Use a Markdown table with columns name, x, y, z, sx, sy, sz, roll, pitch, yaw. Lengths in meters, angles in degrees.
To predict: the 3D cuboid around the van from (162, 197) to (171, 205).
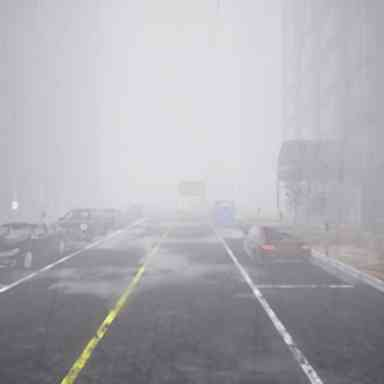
| name | x | y | z | sx | sy | sz | roll | pitch | yaw |
| --- | --- | --- | --- | --- | --- | --- | --- | --- | --- |
| van | -5.682 | 2.019 | 73.878 | 1.690 | 1.788 | 3.998 | 0 | 0 | 0 |

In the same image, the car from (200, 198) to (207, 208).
| name | x | y | z | sx | sy | sz | roll | pitch | yaw |
| --- | --- | --- | --- | --- | --- | --- | --- | --- | --- |
| car | 2.696 | 2.115 | 56.795 | 1.802 | 1.307 | 4.206 | 0 | -1 | 0 |

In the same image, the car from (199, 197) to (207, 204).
| name | x | y | z | sx | sy | sz | roll | pitch | yaw |
| --- | --- | --- | --- | --- | --- | --- | --- | --- | --- |
| car | 2.700 | 2.206 | 85.257 | 1.967 | 1.590 | 4.097 | 0 | 0 | 0 |

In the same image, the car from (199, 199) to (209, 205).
| name | x | y | z | sx | sy | sz | roll | pitch | yaw |
| --- | --- | --- | --- | --- | --- | --- | --- | --- | --- |
| car | 2.698 | 2.229 | 73.871 | 2.008 | 1.369 | 4.403 | 0 | 0 | 0 |

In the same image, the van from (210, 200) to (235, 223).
| name | x | y | z | sx | sy | sz | roll | pitch | yaw |
| --- | --- | --- | --- | --- | --- | --- | --- | --- | --- |
| van | 2.693 | 1.613 | 28.336 | 1.690 | 1.788 | 3.998 | 0 | -1 | 0 |

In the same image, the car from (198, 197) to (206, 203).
| name | x | y | z | sx | sy | sz | roll | pitch | yaw |
| --- | --- | --- | --- | --- | --- | --- | --- | --- | --- |
| car | 2.700 | 2.249 | 90.949 | 1.967 | 1.590 | 4.097 | 0 | 0 | 0 |

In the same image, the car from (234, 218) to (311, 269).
| name | x | y | z | sx | sy | sz | roll | pitch | yaw |
| --- | --- | --- | --- | --- | --- | --- | --- | --- | --- |
| car | 2.692 | 1.696 | 11.258 | 1.802 | 1.307 | 4.206 | 0 | -1 | 0 |

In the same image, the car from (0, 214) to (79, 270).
| name | x | y | z | sx | sy | sz | roll | pitch | yaw |
| --- | --- | --- | --- | --- | --- | --- | --- | --- | --- |
| car | -5.689 | 1.665 | 11.261 | 2.008 | 1.369 | 4.403 | 0 | -1 | 0 |

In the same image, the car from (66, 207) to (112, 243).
| name | x | y | z | sx | sy | sz | roll | pitch | yaw |
| --- | --- | --- | --- | --- | --- | --- | --- | --- | --- |
| car | -5.689 | 1.608 | 16.955 | 1.967 | 1.590 | 4.097 | 0 | -1 | 0 |

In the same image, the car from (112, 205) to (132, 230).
| name | x | y | z | sx | sy | sz | roll | pitch | yaw |
| --- | --- | --- | --- | --- | --- | --- | --- | --- | --- |
| car | -5.688 | 1.771 | 22.645 | 2.008 | 1.369 | 4.403 | 0 | -1 | 0 |

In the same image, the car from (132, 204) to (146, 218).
| name | x | y | z | sx | sy | sz | roll | pitch | yaw |
| --- | --- | --- | --- | --- | --- | --- | --- | --- | --- |
| car | -5.687 | 1.906 | 34.029 | 1.802 | 1.307 | 4.206 | 0 | -1 | 0 |

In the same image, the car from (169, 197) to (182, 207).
| name | x | y | z | sx | sy | sz | roll | pitch | yaw |
| --- | --- | --- | --- | --- | --- | --- | --- | --- | --- |
| car | -3.014 | 1.960 | 65.300 | 2.097 | 1.767 | 4.553 | 0 | -1 | 0 |

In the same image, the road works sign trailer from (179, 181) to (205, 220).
| name | x | y | z | sx | sy | sz | roll | pitch | yaw |
| --- | --- | --- | --- | --- | --- | --- | --- | --- | --- |
| road works sign trailer | 0.003 | 0.764 | 31.363 | 2.380 | 3.560 | 2.880 | 0 | -1 | 0 |

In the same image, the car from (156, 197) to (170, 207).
| name | x | y | z | sx | sy | sz | roll | pitch | yaw |
| --- | --- | --- | --- | --- | --- | --- | --- | --- | --- |
| car | -5.684 | 2.134 | 62.491 | 2.008 | 1.369 | 4.403 | 0 | -1 | 0 |

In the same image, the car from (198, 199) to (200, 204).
| name | x | y | z | sx | sy | sz | roll | pitch | yaw |
| --- | --- | --- | --- | --- | --- | --- | --- | --- | --- |
| car | 2.698 | 2.183 | 68.179 | 2.008 | 1.369 | 4.403 | 0 | 0 | 0 |

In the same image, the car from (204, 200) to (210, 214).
| name | x | y | z | sx | sy | sz | roll | pitch | yaw |
| --- | --- | --- | --- | --- | --- | --- | --- | --- | --- |
| car | 2.695 | 1.959 | 39.717 | 1.802 | 1.307 | 4.206 | 0 | -1 | 0 |
